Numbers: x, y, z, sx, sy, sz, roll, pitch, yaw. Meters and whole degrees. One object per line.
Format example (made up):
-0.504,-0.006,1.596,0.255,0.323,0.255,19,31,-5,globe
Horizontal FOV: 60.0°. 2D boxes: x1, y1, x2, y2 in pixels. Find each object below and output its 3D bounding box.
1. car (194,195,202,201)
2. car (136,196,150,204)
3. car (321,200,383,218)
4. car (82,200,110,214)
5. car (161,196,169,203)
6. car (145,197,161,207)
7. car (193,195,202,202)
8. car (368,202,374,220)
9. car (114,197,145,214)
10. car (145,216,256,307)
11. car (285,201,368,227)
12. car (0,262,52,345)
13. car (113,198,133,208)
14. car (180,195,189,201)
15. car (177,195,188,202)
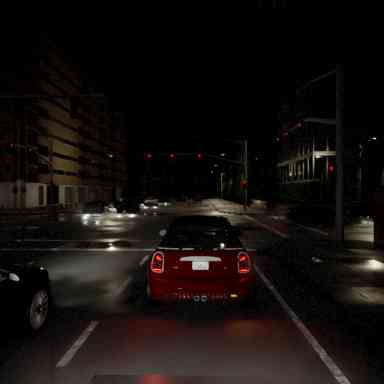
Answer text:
1.576,1.478,84.013,1.882,1.535,5.008,0,0,2,car
-9.555,1.565,64.648,1.994,1.385,4.181,0,0,2,car
14.516,1.547,30.045,4.902,1.511,2.128,0,0,1,car
-10.235,1.576,35.698,1.994,1.385,4.181,0,0,0,car
-5.878,1.564,69.098,1.994,1.385,4.181,0,0,2,car
-6.455,1.525,52.775,1.812,1.442,4.674,0,0,2,car
1.271,1.478,73.859,1.882,1.535,5.008,0,0,2,car
16.702,1.603,26.497,5.357,1.411,2.033,0,0,1,car
-6.739,1.558,35.943,2.033,1.411,5.357,0,0,0,car
0.223,1.352,8.139,2.097,1.767,4.553,0,0,2,car
8.975,1.548,23.000,4.902,1.511,2.128,0,0,3,car
-3.395,1.492,3.911,2.128,1.511,4.902,0,0,1,car
-10.060,1.600,48.757,1.895,1.301,4.718,0,0,1,car
-1.927,1.540,83.967,2.033,1.411,5.357,0,0,2,car
-2.228,1.524,73.881,2.128,1.511,4.902,0,0,2,car
